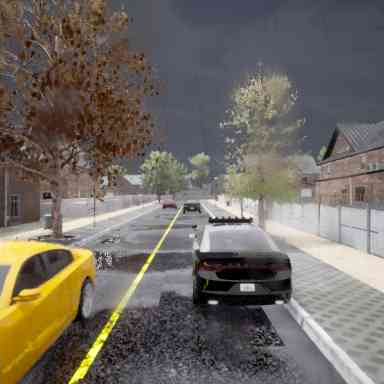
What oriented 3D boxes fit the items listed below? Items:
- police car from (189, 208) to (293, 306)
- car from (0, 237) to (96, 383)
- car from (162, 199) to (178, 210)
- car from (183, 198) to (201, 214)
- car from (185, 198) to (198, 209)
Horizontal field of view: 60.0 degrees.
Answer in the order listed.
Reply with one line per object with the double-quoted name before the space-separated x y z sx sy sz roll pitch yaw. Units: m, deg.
"police car" 0.946 1.430 8.275 1.930 1.638 5.238 0 0 0
"car" -2.759 1.480 4.393 1.882 1.535 5.008 0 0 0
"car" -2.840 1.634 43.333 1.895 1.301 4.718 0 0 0
"car" 0.004 1.503 36.266 1.882 1.535 5.008 0 0 0
"car" -0.045 1.563 46.712 1.812 1.442 4.674 0 0 0
